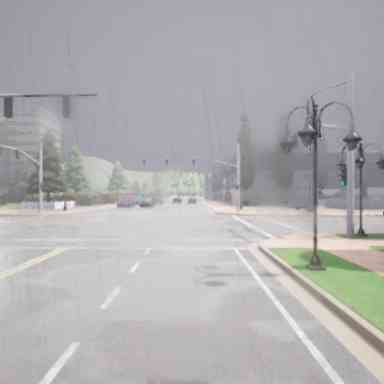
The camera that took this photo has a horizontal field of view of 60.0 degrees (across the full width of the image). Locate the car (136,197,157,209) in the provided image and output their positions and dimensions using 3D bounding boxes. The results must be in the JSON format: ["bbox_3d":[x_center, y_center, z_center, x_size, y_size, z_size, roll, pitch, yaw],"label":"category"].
[{"bbox_3d":[-7.047,1.910,52.222,1.895,1.301,4.718,0,0,0],"label":"car"}]

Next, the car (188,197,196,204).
[{"bbox_3d":[0.027,1.918,76.192,1.882,1.535,5.008,0,0,0],"label":"car"}]

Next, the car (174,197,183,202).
[{"bbox_3d":[-3.469,1.921,86.563,1.994,1.385,4.181,0,0,0],"label":"car"}]

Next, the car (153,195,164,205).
[{"bbox_3d":[-6.977,1.623,67.673,2.150,2.045,5.566,0,0,0],"label":"car"}]

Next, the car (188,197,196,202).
[{"bbox_3d":[0.031,1.921,86.562,1.994,1.385,4.181,0,0,0],"label":"car"}]

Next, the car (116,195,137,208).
[{"bbox_3d":[-10.545,1.664,52.728,2.097,1.767,4.553,0,0,0],"label":"car"}]

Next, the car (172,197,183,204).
[{"bbox_3d":[-3.473,1.940,76.193,1.837,1.490,4.892,0,0,0],"label":"car"}]

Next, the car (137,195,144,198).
[{"bbox_3d":[-10.476,1.880,67.814,1.882,1.535,5.008,0,0,0],"label":"car"}]
